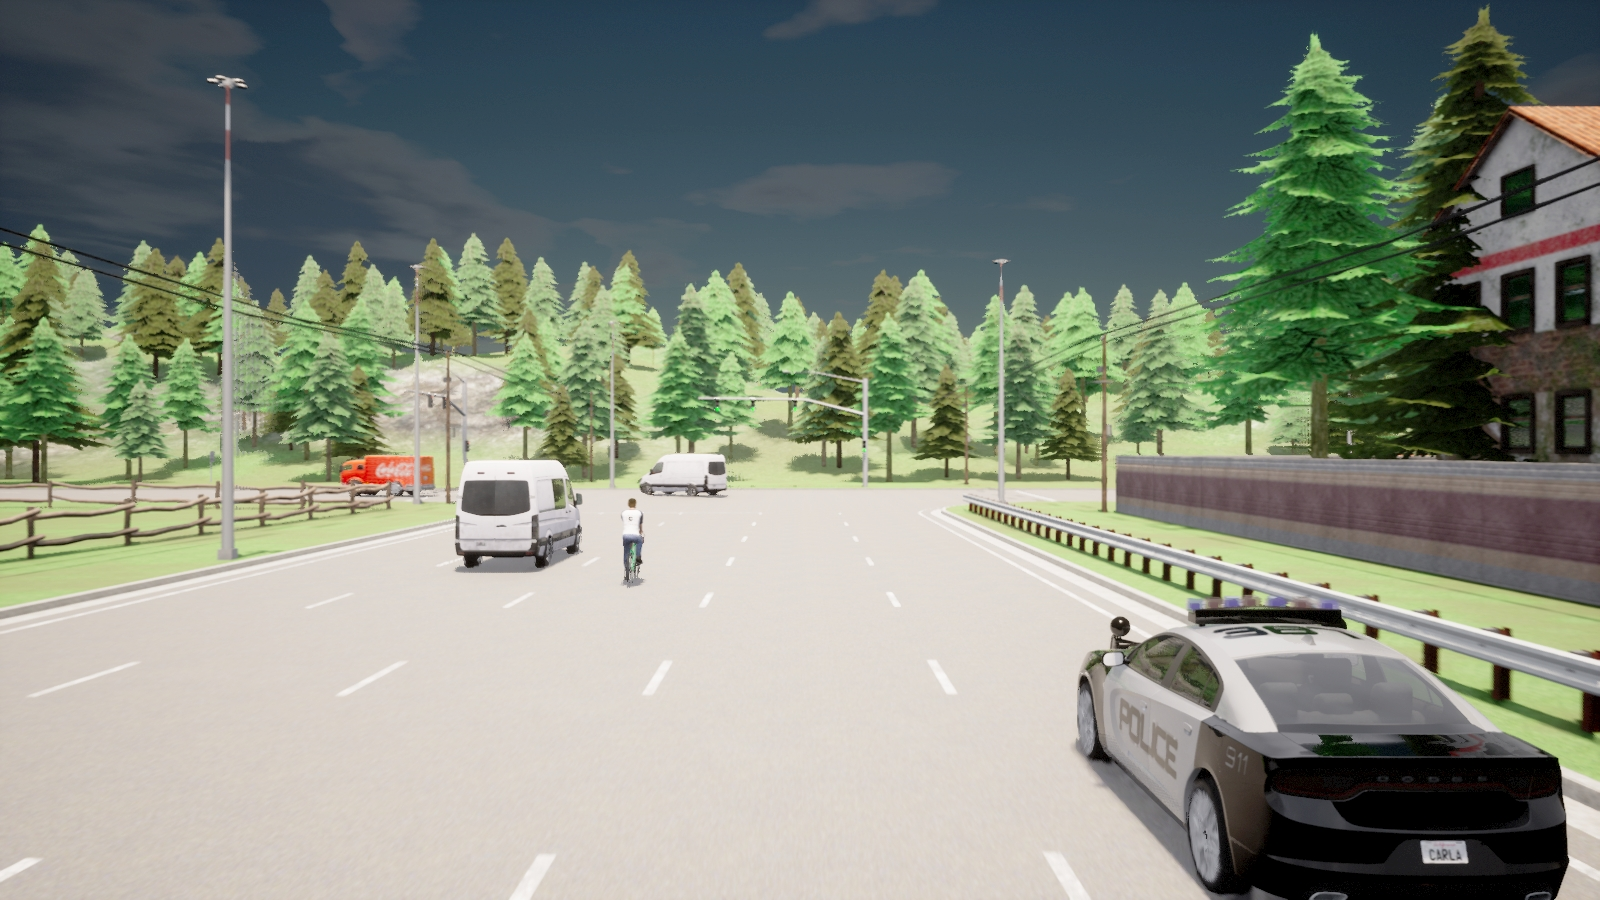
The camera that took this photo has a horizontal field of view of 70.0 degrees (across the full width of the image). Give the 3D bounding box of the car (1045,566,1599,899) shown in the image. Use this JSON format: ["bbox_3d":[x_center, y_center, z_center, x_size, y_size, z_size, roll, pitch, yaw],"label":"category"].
[{"bbox_3d":[3.501,1.982,8.794,2.097,1.638,5.238,0,0,0],"label":"car"}]

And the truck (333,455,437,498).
[{"bbox_3d":[-24.955,1.570,68.824,5.204,2.467,2.627,0,0,7],"label":"truck"}]

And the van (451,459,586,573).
[{"bbox_3d":[-6.992,1.534,29.109,1.988,2.561,5.915,0,0,0],"label":"van"}]

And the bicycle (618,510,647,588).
[{"bbox_3d":[-3.498,2.056,23.973,0.373,1.496,1.643,0,0,0],"label":"bicycle"}]

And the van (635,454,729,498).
[{"bbox_3d":[-7.236,1.534,69.649,5.915,2.561,1.988,0,-1,37],"label":"van"}]
